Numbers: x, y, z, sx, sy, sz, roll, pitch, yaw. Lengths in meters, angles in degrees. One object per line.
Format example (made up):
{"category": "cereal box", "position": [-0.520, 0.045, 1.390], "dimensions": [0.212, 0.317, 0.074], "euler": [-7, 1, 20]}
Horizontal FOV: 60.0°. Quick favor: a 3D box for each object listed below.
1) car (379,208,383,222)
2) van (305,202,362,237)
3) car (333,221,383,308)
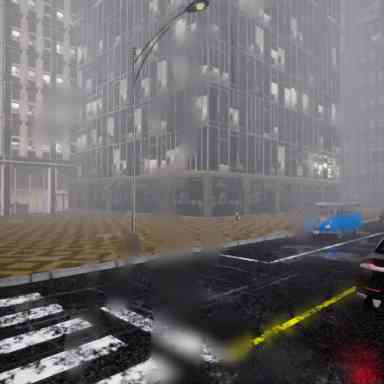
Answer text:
{"category": "car", "position": [15.669, 1.610, 25.173], "dimensions": [4.507, 1.381, 1.887], "euler": [0, 0, -44]}
{"category": "van", "position": [7.433, 1.395, 17.324], "dimensions": [3.998, 1.788, 1.690], "euler": [0, 0, -44]}
{"category": "car", "position": [5.073, 1.503, 6.937], "dimensions": [4.902, 1.511, 2.128], "euler": [0, 0, -44]}
